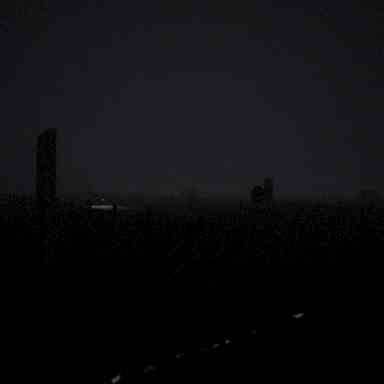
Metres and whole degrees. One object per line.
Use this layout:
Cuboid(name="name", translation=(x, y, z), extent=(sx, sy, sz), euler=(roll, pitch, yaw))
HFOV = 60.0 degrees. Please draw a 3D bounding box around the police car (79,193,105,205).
Cuboid(name="police car", translation=(-12.615, 0.870, 41.920), extent=(2.038, 1.542, 4.974), euler=(1, 1, -35))
